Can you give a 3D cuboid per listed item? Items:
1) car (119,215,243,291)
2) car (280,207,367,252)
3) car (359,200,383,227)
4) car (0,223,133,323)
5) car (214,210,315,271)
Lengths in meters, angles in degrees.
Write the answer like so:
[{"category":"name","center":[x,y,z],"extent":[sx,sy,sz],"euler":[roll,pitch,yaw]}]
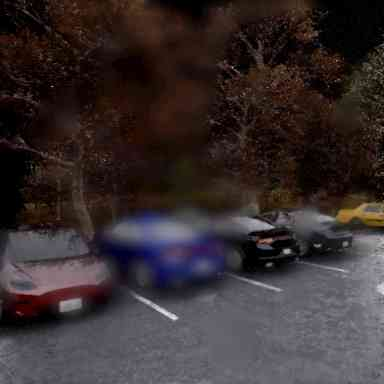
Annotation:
[{"category":"car","center":[-1.179,1.455,9.212],"extent":[2.097,1.535,5.008],"euler":[-1,0,-35]},{"category":"car","center":[3.468,1.389,12.525],"extent":[2.231,1.521,4.892],"euler":[-1,0,-35]},{"category":"car","center":[10.276,1.224,17.160],"extent":[1.946,1.575,5.366],"euler":[-2,1,-35]},{"category":"car","center":[-3.438,1.505,7.572],"extent":[2.163,1.488,4.792],"euler":[0,0,-35]},{"category":"car","center":[1.092,1.427,10.832],"extent":[2.097,1.535,5.008],"euler":[-1,0,-35]}]
